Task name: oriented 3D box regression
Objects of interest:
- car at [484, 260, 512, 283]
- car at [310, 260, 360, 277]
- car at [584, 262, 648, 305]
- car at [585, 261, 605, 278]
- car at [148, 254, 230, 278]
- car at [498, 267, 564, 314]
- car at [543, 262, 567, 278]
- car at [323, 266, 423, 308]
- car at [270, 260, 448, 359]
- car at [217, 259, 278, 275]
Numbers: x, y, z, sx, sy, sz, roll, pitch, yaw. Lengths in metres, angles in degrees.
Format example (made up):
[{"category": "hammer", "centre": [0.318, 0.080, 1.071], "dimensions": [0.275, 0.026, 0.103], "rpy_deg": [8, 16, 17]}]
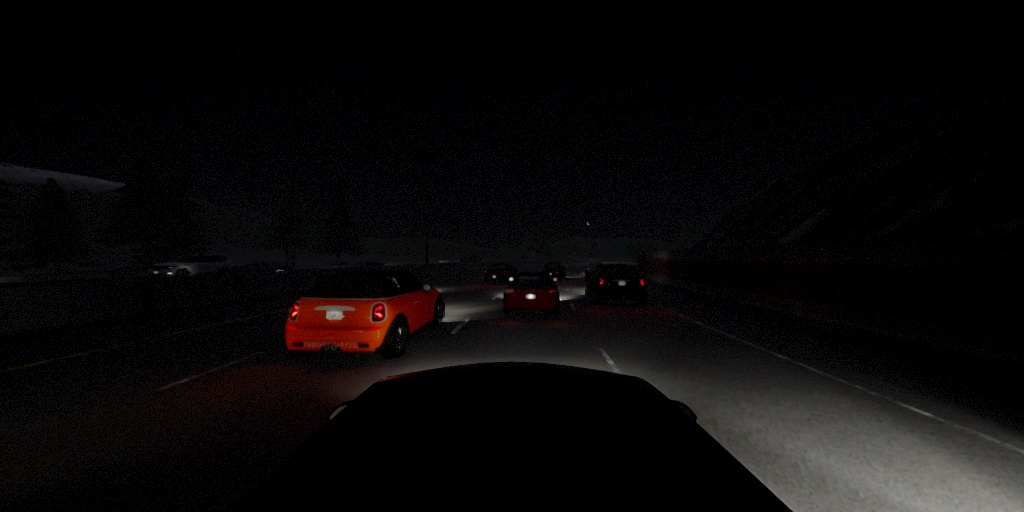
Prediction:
[{"category": "car", "centre": [-0.803, 1.245, 27.158], "dimensions": [1.812, 1.442, 4.674], "rpy_deg": [0, 0, 11]}, {"category": "car", "centre": [-17.193, 1.180, 35.084], "dimensions": [1.812, 1.442, 4.674], "rpy_deg": [0, 0, 13]}, {"category": "car", "centre": [4.583, 1.102, 16.292], "dimensions": [2.097, 1.767, 4.553], "rpy_deg": [0, 0, 6]}, {"category": "car", "centre": [8.090, 1.268, 34.671], "dimensions": [1.812, 1.442, 4.674], "rpy_deg": [0, 0, 15]}, {"category": "car", "centre": [-25.577, 0.855, 28.957], "dimensions": [2.150, 2.045, 5.566], "rpy_deg": [0, 0, 10]}, {"category": "car", "centre": [0.805, 1.304, 13.814], "dimensions": [1.994, 1.385, 4.181], "rpy_deg": [0, 0, 5]}, {"category": "car", "centre": [3.586, 1.256, 31.012], "dimensions": [1.812, 1.442, 4.674], "rpy_deg": [0, 0, 13]}, {"category": "car", "centre": [-6.008, 1.261, 16.390], "dimensions": [2.033, 1.411, 5.357], "rpy_deg": [0, 0, 6]}, {"category": "car", "centre": [-3.099, 1.084, 8.596], "dimensions": [2.097, 1.767, 4.553], "rpy_deg": [0, 0, 3]}, {"category": "car", "centre": [-21.679, 1.190, 30.906], "dimensions": [2.033, 1.411, 5.357], "rpy_deg": [0, 0, 11]}]
